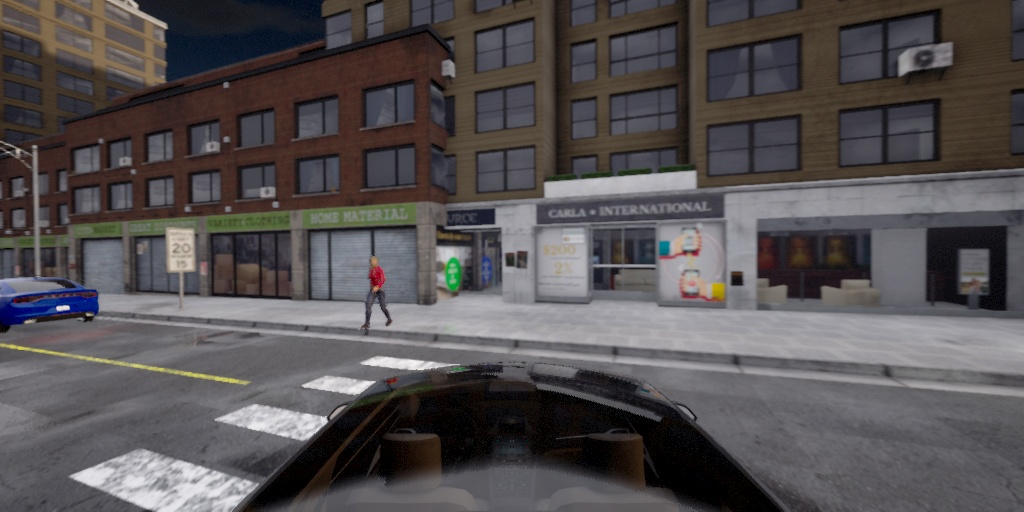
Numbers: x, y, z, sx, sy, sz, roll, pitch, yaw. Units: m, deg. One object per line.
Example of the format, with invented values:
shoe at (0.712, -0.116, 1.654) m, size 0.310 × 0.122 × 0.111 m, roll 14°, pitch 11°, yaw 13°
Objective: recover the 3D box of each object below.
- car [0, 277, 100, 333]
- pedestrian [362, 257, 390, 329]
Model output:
car at (-15.524, 1.427, 11.394) m, size 5.008 × 1.535 × 1.882 m, roll -1°, pitch 0°, yaw 20°
pedestrian at (-3.350, 0.859, 8.816) m, size 0.375 × 1.860 × 0.375 m, roll 0°, pitch 1°, yaw 20°
